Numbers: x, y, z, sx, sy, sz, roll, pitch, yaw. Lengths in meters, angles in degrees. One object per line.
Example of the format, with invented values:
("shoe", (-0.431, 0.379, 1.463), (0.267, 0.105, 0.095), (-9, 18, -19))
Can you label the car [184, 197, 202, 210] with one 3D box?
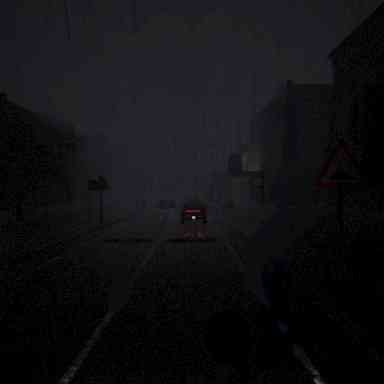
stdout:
("car", (0.129, 1.439, 41.611), (2.033, 1.411, 5.357), (0, 0, 0))

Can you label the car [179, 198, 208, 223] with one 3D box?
("car", (0.114, 1.450, 25.025), (1.837, 1.490, 4.892), (0, 1, 0))

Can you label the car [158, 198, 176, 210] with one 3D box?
("car", (-3.061, 1.457, 41.261), (1.994, 1.385, 4.181), (0, 0, 0))
